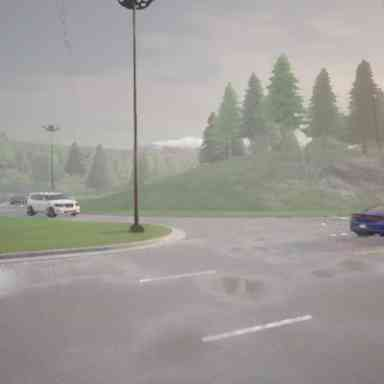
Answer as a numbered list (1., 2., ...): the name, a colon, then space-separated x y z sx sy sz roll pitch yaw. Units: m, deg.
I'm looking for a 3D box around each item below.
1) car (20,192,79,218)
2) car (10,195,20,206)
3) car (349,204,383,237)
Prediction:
1. car: -11.855 1.040 28.093 5.566 2.045 2.150 0 1 38
2. car: -26.278 1.233 50.430 1.837 1.490 4.892 -1 0 -22
3. car: 9.223 1.220 14.610 5.008 1.535 1.882 -1 1 -24
